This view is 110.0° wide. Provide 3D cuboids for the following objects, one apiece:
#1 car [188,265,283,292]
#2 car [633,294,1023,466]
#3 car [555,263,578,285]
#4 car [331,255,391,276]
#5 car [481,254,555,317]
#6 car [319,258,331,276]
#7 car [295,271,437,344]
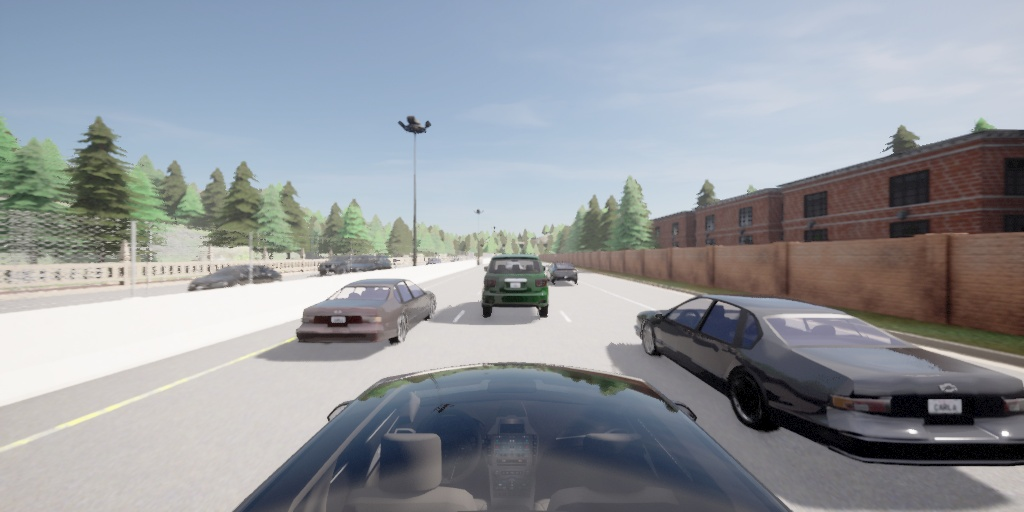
[{"bbox_3d":[-14.087,1.243,18.630,1.837,1.490,4.892,0,0,0],"label":"car"},{"bbox_3d":[3.602,1.295,5.495,2.033,1.411,5.357,0,0,0],"label":"car"},{"bbox_3d":[3.608,1.223,26.294,2.128,1.511,4.902,0,0,0],"label":"car"},{"bbox_3d":[-10.580,0.953,26.159,2.150,2.045,5.566,0,0,0],"label":"car"},{"bbox_3d":[0.105,0.963,13.305,2.150,2.045,5.566,0,0,0],"label":"car"},{"bbox_3d":[-17.578,0.945,36.949,2.150,2.045,5.566,0,0,0],"label":"car"},{"bbox_3d":[-3.397,1.292,9.515,2.033,1.411,5.357,0,0,0],"label":"car"}]
